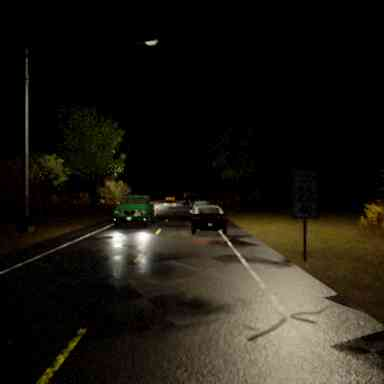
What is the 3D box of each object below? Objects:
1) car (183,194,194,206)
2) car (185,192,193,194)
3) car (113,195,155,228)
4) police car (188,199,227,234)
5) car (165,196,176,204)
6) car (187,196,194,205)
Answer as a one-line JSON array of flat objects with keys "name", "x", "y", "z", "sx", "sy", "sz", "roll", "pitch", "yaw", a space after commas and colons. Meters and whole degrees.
[{"name": "car", "x": -0.508, "y": 1.515, "z": 54.001, "sx": 2.033, "sy": 1.411, "sz": 5.357, "roll": 0, "pitch": 0, "yaw": -1}, {"name": "car", "x": -0.712, "y": 0.974, "z": 73.598, "sx": 2.150, "sy": 2.045, "sz": 5.566, "roll": 0, "pitch": 0, "yaw": -1}, {"name": "car", "x": -3.801, "y": 1.221, "z": 22.698, "sx": 2.150, "sy": 2.045, "sz": 5.566, "roll": 0, "pitch": 0, "yaw": -1}, {"name": "police car", "x": 0.885, "y": 1.424, "z": 19.316, "sx": 1.930, "sy": 1.638, "sz": 5.238, "roll": 0, "pitch": 0, "yaw": -1}, {"name": "car", "x": -4.147, "y": 1.427, "z": 64.521, "sx": 1.882, "sy": 1.535, "sz": 5.008, "roll": 0, "pitch": 0, "yaw": 0}, {"name": "car", "x": 0.721, "y": 1.469, "z": 35.206, "sx": 1.882, "sy": 1.535, "sz": 5.008, "roll": 0, "pitch": 0, "yaw": -1}]
